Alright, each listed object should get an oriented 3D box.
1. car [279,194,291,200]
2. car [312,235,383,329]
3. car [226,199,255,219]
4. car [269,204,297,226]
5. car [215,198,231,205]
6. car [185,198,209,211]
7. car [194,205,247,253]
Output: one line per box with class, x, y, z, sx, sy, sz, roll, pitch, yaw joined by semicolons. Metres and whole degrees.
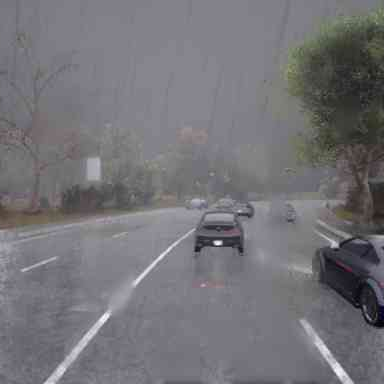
car;21.502;1.348;77.164;1.837;1.490;4.892;0;0;40
car;4.001;1.581;6.935;1.994;1.385;4.181;0;0;4
car;4.597;1.596;30.161;1.994;1.385;4.181;0;0;15
car;6.586;1.586;24.148;2.033;1.411;5.357;0;0;13
car;4.192;1.537;40.687;1.837;1.490;4.892;0;-1;22
car;0.719;1.537;41.401;1.812;1.442;4.674;0;0;21
car;1.212;1.516;13.909;1.837;1.490;4.892;0;0;7
